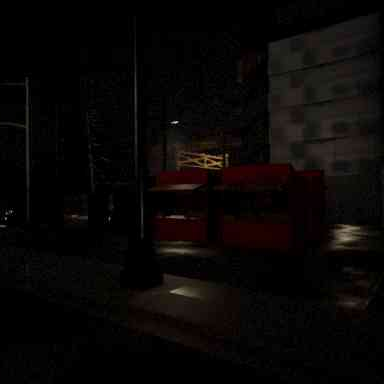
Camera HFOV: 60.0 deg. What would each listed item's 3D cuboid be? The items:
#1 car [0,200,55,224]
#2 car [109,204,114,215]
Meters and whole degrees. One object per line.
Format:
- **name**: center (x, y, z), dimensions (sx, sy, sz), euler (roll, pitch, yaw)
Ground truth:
- **car**: center (-12.861, 1.490, 26.262), dimensions (2.097, 1.767, 4.553), euler (-1, -1, 36)
- **car**: center (-7.147, 1.663, 34.109), dimensions (1.812, 1.442, 4.674), euler (-1, -1, 36)
